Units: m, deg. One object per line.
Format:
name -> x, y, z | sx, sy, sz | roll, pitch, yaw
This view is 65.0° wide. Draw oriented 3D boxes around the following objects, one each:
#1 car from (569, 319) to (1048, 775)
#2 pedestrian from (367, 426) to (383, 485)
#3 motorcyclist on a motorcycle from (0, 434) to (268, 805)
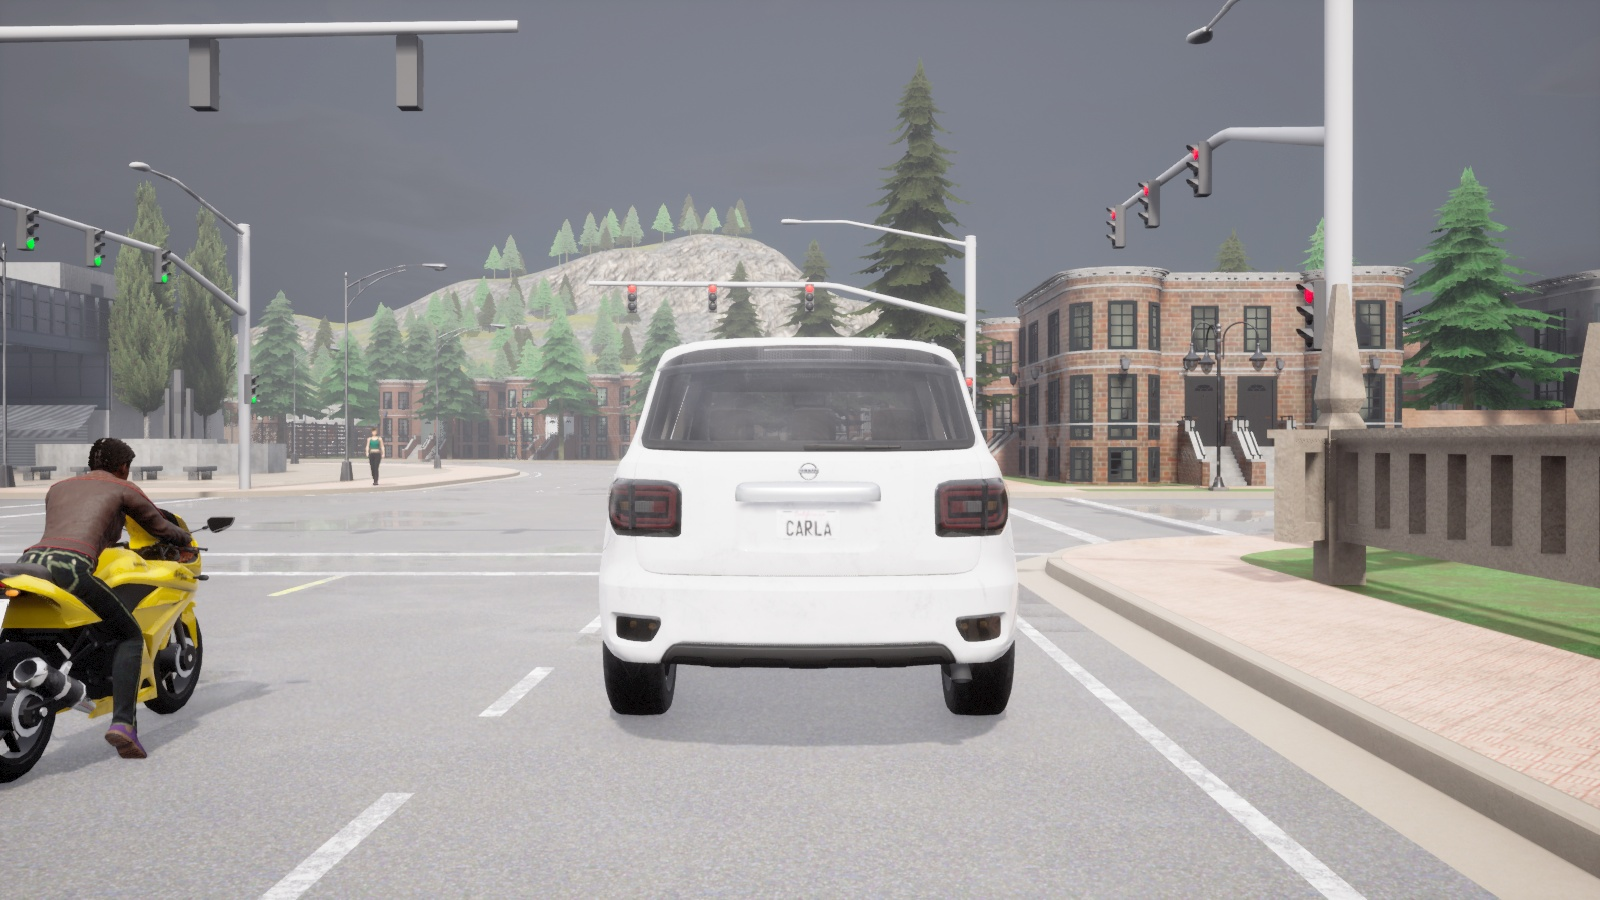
car -> 0.058, 0.418, 8.421 | 2.150, 2.045, 5.566 | 0, 0, 0
pedestrian -> -13.282, 0.173, 39.219 | 0.345, 1.836, 0.594 | 0, 0, -5
motorcyclist on a motorcycle -> -3.453, 0.691, 6.178 | 0.797, 1.523, 2.044 | 0, 0, 0
